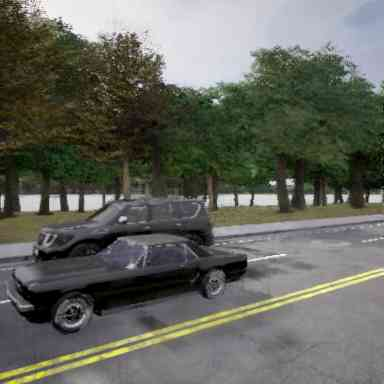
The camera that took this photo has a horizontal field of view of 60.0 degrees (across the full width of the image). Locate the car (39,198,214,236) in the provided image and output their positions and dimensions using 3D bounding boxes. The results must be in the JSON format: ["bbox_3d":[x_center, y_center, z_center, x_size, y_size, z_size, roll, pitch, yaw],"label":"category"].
[{"bbox_3d":[-1.836,1.223,10.367,5.566,2.045,2.150,0,0,-36],"label":"car"}]

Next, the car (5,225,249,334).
[{"bbox_3d":[-1.134,1.602,6.874,4.718,1.301,1.895,0,0,-36],"label":"car"}]
